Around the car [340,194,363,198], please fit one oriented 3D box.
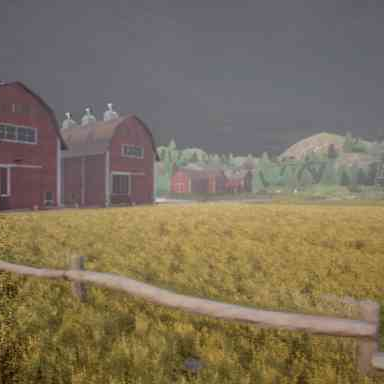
[{"bbox_3d":[39.956,1.417,84.192,4.605,1.855,1.932,0,0,35],"label":"car"}]
